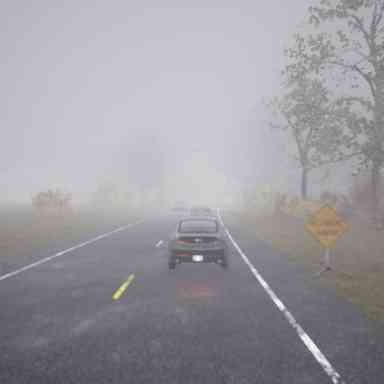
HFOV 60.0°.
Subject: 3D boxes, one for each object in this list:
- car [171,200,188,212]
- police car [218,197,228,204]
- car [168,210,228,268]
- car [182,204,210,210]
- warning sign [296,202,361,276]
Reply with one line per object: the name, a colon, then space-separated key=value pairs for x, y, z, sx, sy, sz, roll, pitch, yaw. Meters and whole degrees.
car: x=-1.669 y=1.885 z=47.048 sx=2.097 sy=1.767 sz=4.553 roll=0 pitch=-1 yaw=5
police car: x=8.321 y=2.618 z=93.356 sx=1.930 sy=1.638 sz=5.238 roll=0 pitch=-1 yaw=9
car: x=0.234 y=1.626 z=11.782 sx=1.837 sy=1.490 sz=4.892 roll=0 pitch=0 yaw=2
car: x=0.663 y=1.816 z=25.355 sx=2.033 sy=1.411 sz=5.357 roll=0 pitch=-1 yaw=3
warning sign: x=3.626 y=1.207 z=8.966 sx=1.300 sy=1.860 sz=1.060 roll=-1 pitch=-1 yaw=1
